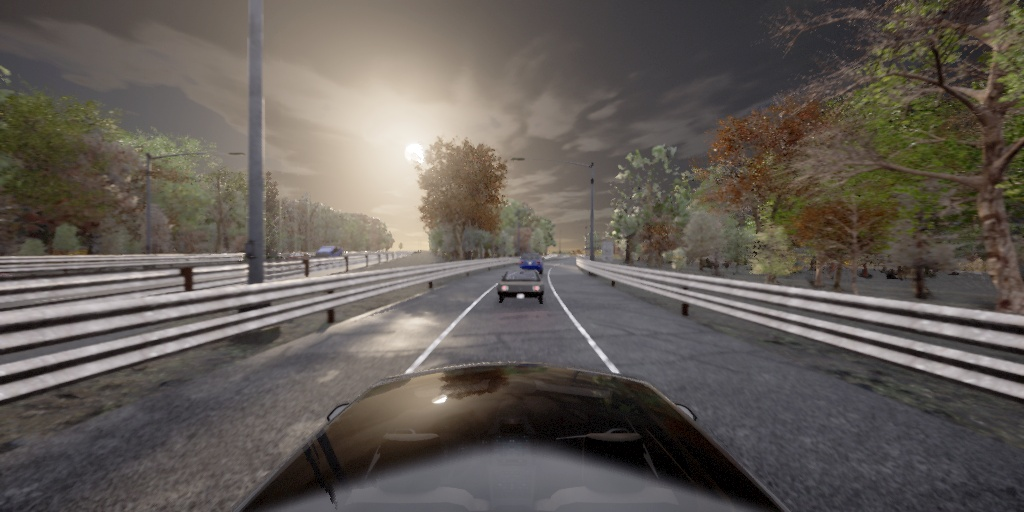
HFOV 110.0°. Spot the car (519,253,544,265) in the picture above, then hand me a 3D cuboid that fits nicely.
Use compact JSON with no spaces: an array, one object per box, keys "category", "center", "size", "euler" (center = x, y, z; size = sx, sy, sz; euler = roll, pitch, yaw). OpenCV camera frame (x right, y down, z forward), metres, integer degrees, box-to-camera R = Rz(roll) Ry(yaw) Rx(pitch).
[{"category":"car","center":[1.936,0.728,35.211],"size":[2.150,2.045,5.566],"euler":[0,1,7]}]

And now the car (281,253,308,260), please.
[{"category":"car","center":[-25.158,0.399,42.611],"size":[1.882,1.535,5.008],"euler":[0,1,-15]}]

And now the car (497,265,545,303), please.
[{"category":"car","center":[0.444,1.251,16.005],"size":[1.895,1.301,4.718],"euler":[0,0,3]}]

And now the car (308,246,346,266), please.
[{"category":"car","center":[-21.565,-0.190,42.231],"size":[2.150,2.045,5.566],"euler":[1,17,-13]}]

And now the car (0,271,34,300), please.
[{"category":"car","center":[-17.944,0.887,11.249],"size":[1.812,1.442,4.674],"euler":[0,1,-13]}]

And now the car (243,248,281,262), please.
[{"category":"car","center":[-28.559,0.137,41.286],"size":[2.150,2.045,5.566],"euler":[0,1,-12]}]
